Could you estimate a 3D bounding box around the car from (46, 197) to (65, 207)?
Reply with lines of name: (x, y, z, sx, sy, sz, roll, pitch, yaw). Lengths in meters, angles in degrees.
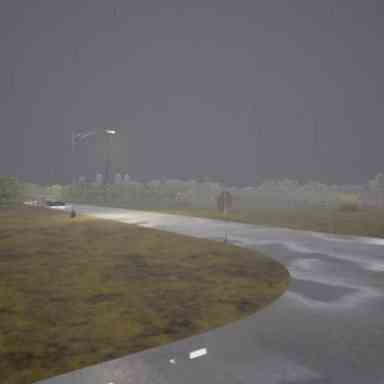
car: (-20.105, 1.394, 48.919, 1.994, 1.385, 4.181, -1, 0, -35)
